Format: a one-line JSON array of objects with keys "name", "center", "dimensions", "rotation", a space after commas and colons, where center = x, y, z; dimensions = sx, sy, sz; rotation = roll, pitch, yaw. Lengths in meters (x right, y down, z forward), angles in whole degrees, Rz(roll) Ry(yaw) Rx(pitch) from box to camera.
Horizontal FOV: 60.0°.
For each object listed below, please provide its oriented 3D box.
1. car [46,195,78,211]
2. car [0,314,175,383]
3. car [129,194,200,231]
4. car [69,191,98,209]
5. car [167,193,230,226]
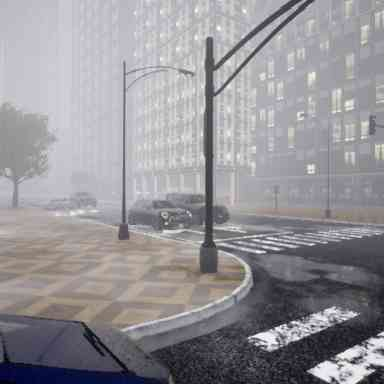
[{"name": "car", "center": [-14.388, 1.283, 36.347], "dimensions": [1.895, 1.301, 4.718], "rotation": [0, 0, -36]}, {"name": "car", "center": [-2.063, 1.564, 1.807], "dimensions": [4.181, 1.385, 1.994], "rotation": [0, 0, -35]}, {"name": "car", "center": [-1.903, 1.208, 19.519], "dimensions": [2.097, 1.767, 4.553], "rotation": [0, 0, -37]}, {"name": "car", "center": [-13.374, 0.894, 40.449], "dimensions": [2.150, 2.045, 5.566], "rotation": [0, 0, -36]}, {"name": "car", "center": [0.067, 1.081, 22.315], "dimensions": [2.150, 2.045, 5.566], "rotation": [0, 0, -37]}]
